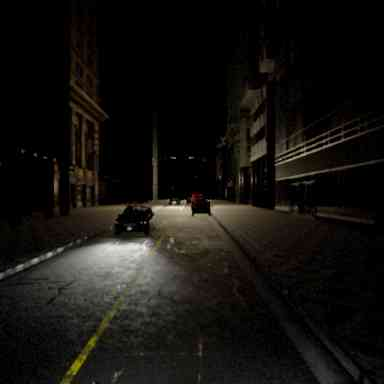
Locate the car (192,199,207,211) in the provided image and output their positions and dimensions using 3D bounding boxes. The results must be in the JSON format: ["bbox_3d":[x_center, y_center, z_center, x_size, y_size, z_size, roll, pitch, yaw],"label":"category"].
[{"bbox_3d":[0.903,1.666,43.372,1.812,1.442,4.674,0,0,0],"label":"car"}]

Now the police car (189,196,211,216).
[{"bbox_3d":[0.902,1.527,33.482,1.930,1.638,5.238,0,0,0],"label":"police car"}]

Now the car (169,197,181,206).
[{"bbox_3d":[-3.043,1.704,59.178,2.128,1.511,4.902,0,0,1],"label":"car"}]

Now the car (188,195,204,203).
[{"bbox_3d":[0.904,1.392,49.404,2.150,2.045,5.566,0,0,0],"label":"car"}]

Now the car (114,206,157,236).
[{"bbox_3d":[-3.099,1.544,18.904,2.128,1.511,4.902,0,0,0],"label":"car"}]
